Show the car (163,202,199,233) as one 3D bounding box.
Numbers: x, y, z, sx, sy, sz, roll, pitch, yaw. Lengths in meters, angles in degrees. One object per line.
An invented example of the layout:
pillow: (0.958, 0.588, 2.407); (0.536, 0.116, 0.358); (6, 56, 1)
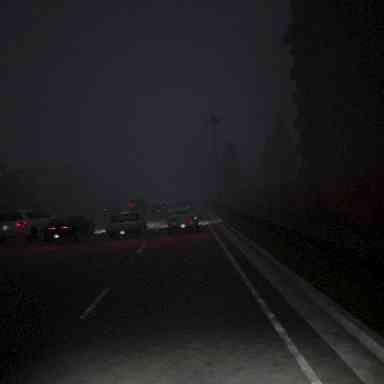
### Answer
car: (-0.538, 1.665, 20.950); (1.812, 1.442, 4.674); (-4, 0, -1)

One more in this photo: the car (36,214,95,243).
car: (-7.490, 2.186, 20.689); (1.837, 1.490, 4.892); (-4, 0, -1)

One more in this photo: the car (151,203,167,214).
car: (-4.289, 2.143, 44.430); (1.895, 1.301, 4.718); (-4, 0, -1)

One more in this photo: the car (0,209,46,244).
car: (-11.023, 2.187, 22.347); (2.150, 2.045, 5.566); (-4, 0, -1)

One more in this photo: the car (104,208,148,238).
car: (-3.997, 2.011, 21.026); (1.895, 1.301, 4.718); (-4, 0, -1)

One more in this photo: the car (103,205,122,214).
car: (-11.315, 2.597, 47.514); (2.128, 1.511, 4.902); (-4, 0, -1)

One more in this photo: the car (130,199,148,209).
car: (-7.871, 2.066, 49.462); (2.150, 2.045, 5.566); (-4, 0, -1)

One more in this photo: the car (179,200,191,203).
car: (-0.737, 1.726, 37.826); (2.128, 1.511, 4.902); (-4, 0, -1)
